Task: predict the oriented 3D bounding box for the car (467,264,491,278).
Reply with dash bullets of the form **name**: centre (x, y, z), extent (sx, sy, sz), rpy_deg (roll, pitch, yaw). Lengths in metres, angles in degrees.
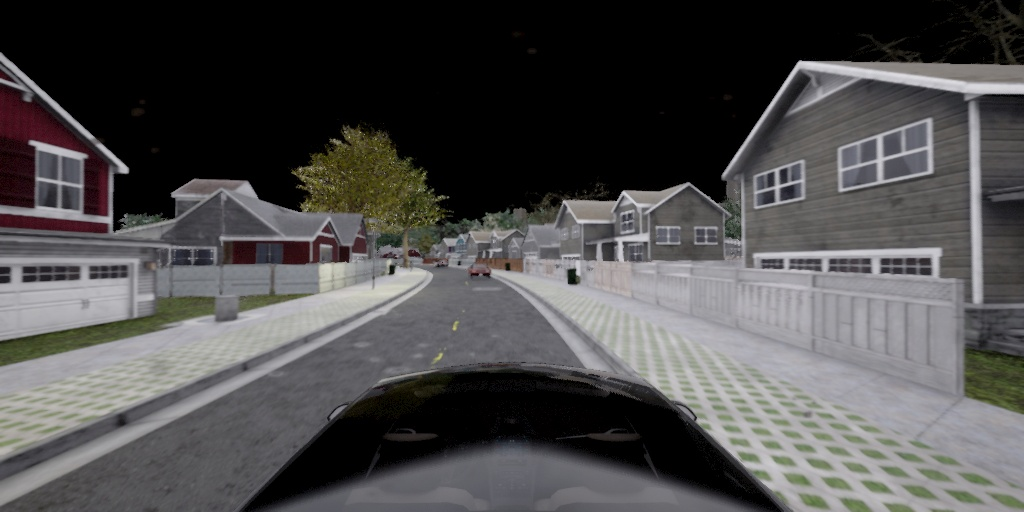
- **car**: centre (-3.149, 1.378, 33.627), extent (1.895, 1.301, 4.718), rpy_deg (0, 0, -11)
